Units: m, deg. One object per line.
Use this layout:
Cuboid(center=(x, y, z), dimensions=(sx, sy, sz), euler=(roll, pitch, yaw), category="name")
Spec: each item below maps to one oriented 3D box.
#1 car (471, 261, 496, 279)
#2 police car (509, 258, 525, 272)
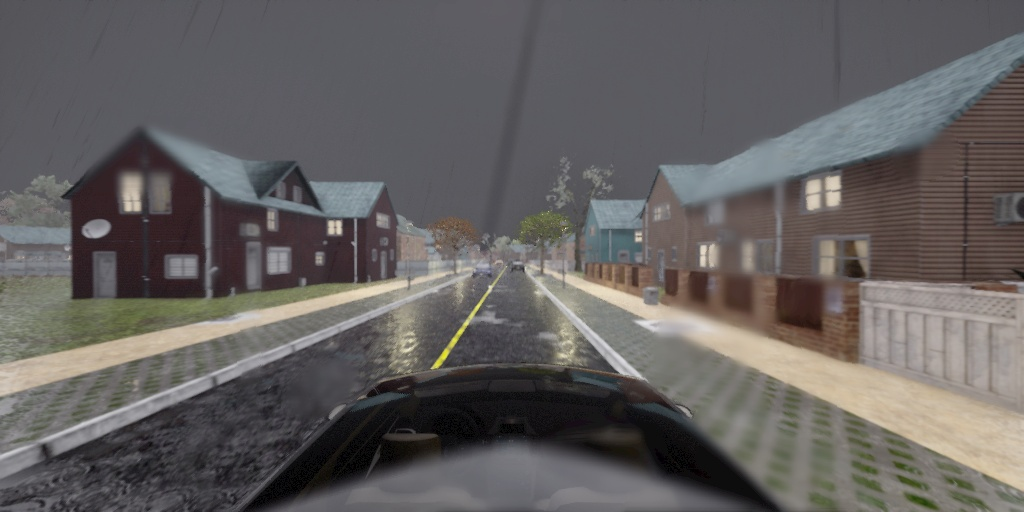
Cuboid(center=(-2.831, 1.432, 35.591), dimensions=(1.812, 1.442, 4.674), euler=(0, 0, 0), category="car")
Cuboid(center=(0.838, 1.429, 50.851), dimensions=(1.930, 1.638, 5.238), euler=(0, 0, 0), category="police car")
